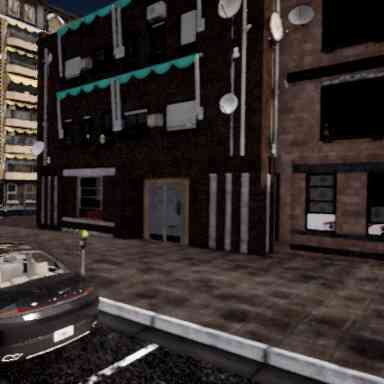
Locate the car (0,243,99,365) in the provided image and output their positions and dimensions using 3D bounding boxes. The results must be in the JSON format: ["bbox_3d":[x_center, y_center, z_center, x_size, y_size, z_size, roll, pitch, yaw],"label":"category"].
[{"bbox_3d":[-3.381,1.529,5.442,4.403,1.369,2.008,0,1,36],"label":"car"}]
